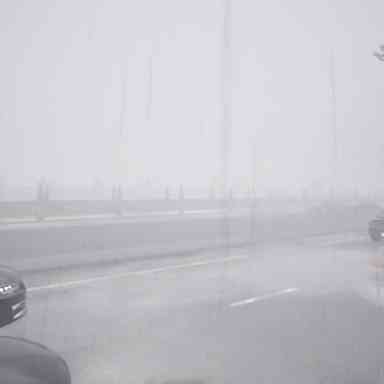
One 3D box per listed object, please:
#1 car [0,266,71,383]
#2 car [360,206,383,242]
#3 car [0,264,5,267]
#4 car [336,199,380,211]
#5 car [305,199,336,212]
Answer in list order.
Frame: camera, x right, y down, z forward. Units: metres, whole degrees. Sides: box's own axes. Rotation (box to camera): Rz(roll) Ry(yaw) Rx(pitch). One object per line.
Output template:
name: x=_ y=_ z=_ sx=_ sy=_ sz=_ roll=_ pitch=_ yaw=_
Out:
car: x=-3.003 y=1.526 z=1.605 sx=4.674 sy=1.442 sz=1.812 roll=0 pitch=0 yaw=-35
car: x=9.902 y=1.507 z=15.098 sx=4.892 sy=1.490 sz=1.837 roll=0 pitch=0 yaw=-35
car: x=-4.971 y=1.491 z=4.500 sx=4.902 sy=1.511 sz=2.128 roll=0 pitch=0 yaw=-35
car: x=16.857 y=1.482 z=33.186 sx=5.008 sy=1.535 sz=1.882 roll=0 pitch=0 yaw=-35
car: x=14.117 y=1.511 z=35.532 sx=4.892 sy=1.490 sz=1.837 roll=0 pitch=0 yaw=-35
